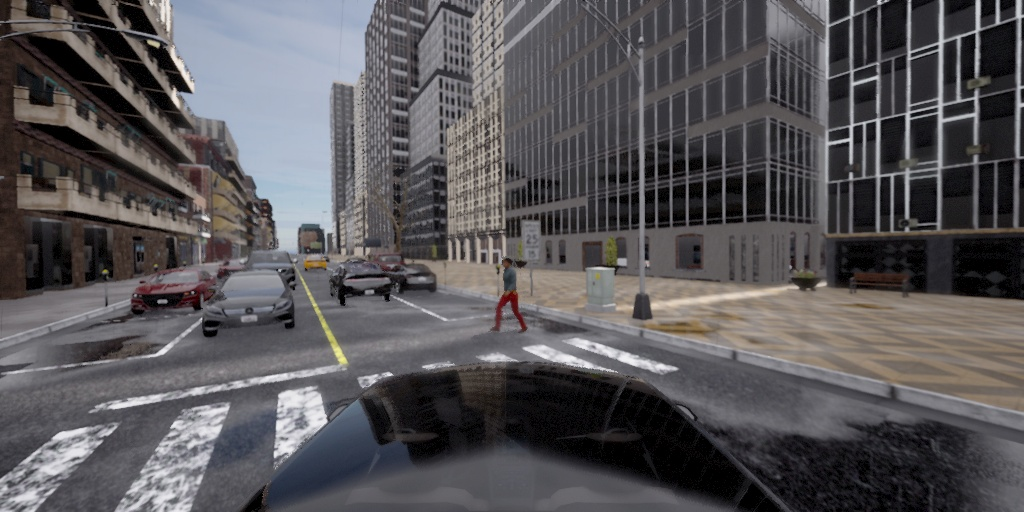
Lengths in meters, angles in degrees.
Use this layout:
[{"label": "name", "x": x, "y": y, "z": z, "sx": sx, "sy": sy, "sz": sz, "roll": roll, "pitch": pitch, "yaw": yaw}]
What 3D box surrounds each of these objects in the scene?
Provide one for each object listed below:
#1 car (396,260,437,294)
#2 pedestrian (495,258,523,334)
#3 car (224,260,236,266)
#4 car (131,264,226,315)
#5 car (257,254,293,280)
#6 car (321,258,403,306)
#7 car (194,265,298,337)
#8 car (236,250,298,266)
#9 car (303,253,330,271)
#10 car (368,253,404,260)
[{"label": "car", "x": -5.053, "y": 1.035, "z": 17.605, "sx": 1.948, "sy": 1.339, "sz": 4.313, "roll": 0, "pitch": 0, "yaw": -32}, {"label": "pedestrian", "x": -0.071, "y": 0.908, "z": 8.419, "sx": 0.375, "sy": 1.860, "sz": 0.375, "roll": -1, "pitch": 1, "yaw": -32}, {"label": "car", "x": -20.943, "y": 0.952, "z": 27.210, "sx": 1.888, "sy": 1.381, "sz": 4.507, "roll": 0, "pitch": 0, "yaw": -32}, {"label": "car", "x": -12.159, "y": 1.160, "z": 13.165, "sx": 1.888, "sy": 1.381, "sz": 4.507, "roll": 0, "pitch": 0, "yaw": -32}, {"label": "car", "x": -18.007, "y": 0.732, "z": 27.352, "sx": 2.097, "sy": 1.767, "sz": 4.553, "roll": -1, "pitch": 1, "yaw": -33}, {"label": "car", "x": -6.336, "y": 1.028, "z": 14.752, "sx": 2.128, "sy": 1.511, "sz": 4.902, "roll": -1, "pitch": 1, "yaw": -32}, {"label": "car", "x": -7.289, "y": 1.160, "z": 10.233, "sx": 1.812, "sy": 1.442, "sz": 4.674, "roll": -1, "pitch": 1, "yaw": -32}, {"label": "car", "x": -12.554, "y": 0.730, "z": 18.633, "sx": 2.150, "sy": 2.045, "sz": 5.566, "roll": -1, "pitch": 1, "yaw": -33}, {"label": "car", "x": -20.545, "y": 0.682, "z": 37.373, "sx": 1.882, "sy": 1.535, "sz": 5.008, "roll": -1, "pitch": 2, "yaw": -32}, {"label": "car", "x": -7.981, "y": 0.714, "z": 22.287, "sx": 2.192, "sy": 1.841, "sz": 5.009, "roll": 0, "pitch": 0, "yaw": -32}]
